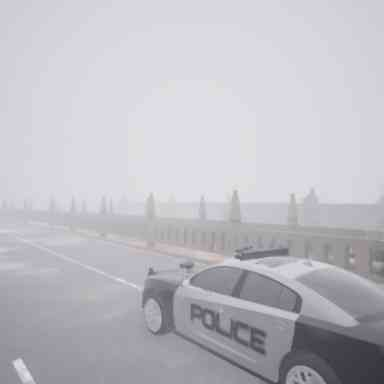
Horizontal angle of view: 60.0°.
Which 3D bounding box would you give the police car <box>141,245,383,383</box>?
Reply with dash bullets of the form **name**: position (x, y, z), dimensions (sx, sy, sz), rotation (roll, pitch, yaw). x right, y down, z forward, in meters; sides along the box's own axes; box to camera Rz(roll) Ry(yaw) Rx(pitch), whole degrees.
- **police car**: position (0.969, 1.669, 5.204), dimensions (1.930, 1.638, 5.238), rotation (3, -3, -38)
